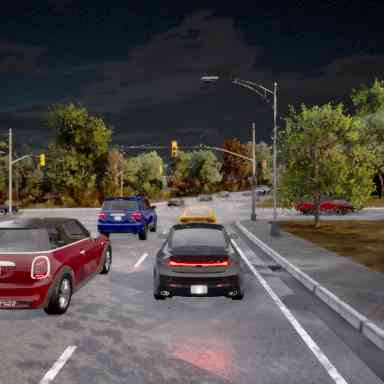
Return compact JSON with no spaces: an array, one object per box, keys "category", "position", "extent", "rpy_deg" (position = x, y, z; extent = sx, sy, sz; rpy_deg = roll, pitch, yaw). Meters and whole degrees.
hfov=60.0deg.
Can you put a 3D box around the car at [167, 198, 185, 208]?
[{"category":"car","position":[-2.456,1.683,52.626],"extent":[2.033,1.411,5.357],"rpy_deg":[0,0,13]}]

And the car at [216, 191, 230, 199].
[{"category":"car","position":[7.249,0.592,78.428],"extent":[2.097,1.767,4.553],"rpy_deg":[0,3,26]}]

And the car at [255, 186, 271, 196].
[{"category":"car","position":[17.911,0.149,83.010],"extent":[1.882,1.535,5.008],"rpy_deg":[0,3,33]}]

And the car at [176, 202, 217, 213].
[{"category":"car","position":[0.340,1.518,17.804],"extent":[1.882,1.535,5.008],"rpy_deg":[0,0,2]}]

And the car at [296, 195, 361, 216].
[{"category":"car","position":[13.313,1.285,33.334],"extent":[5.566,2.045,2.150],"rpy_deg":[-1,0,4]}]

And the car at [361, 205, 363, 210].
[{"category":"car","position":[16.368,1.533,36.977],"extent":[4.902,1.511,2.128],"rpy_deg":[-1,0,4]}]

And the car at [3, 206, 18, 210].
[{"category":"car","position":[-21.189,1.826,35.611],"extent":[4.718,1.301,1.895],"rpy_deg":[-1,0,3]}]

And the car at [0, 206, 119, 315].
[{"category":"car","position":[-3.356,1.362,7.758],"extent":[2.097,1.767,4.553],"rpy_deg":[0,0,1]}]

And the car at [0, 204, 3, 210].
[{"category":"car","position":[-21.534,1.708,32.121],"extent":[4.902,1.511,2.128],"rpy_deg":[-1,0,4]}]

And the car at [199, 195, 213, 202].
[{"category":"car","position":[2.885,1.317,69.027],"extent":[1.994,1.385,4.181],"rpy_deg":[0,2,21]}]

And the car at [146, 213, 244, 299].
[{"category":"car","position":[0.150,1.516,8.425],"extent":[1.837,1.490,4.892],"rpy_deg":[0,0,1]}]

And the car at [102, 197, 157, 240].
[{"category":"car","position":[-3.189,1.260,17.321],"extent":[2.150,2.045,5.566],"rpy_deg":[0,0,2]}]

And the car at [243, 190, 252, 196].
[{"category":"car","position":[14.590,0.266,84.288],"extent":[1.994,1.385,4.181],"rpy_deg":[0,3,33]}]
